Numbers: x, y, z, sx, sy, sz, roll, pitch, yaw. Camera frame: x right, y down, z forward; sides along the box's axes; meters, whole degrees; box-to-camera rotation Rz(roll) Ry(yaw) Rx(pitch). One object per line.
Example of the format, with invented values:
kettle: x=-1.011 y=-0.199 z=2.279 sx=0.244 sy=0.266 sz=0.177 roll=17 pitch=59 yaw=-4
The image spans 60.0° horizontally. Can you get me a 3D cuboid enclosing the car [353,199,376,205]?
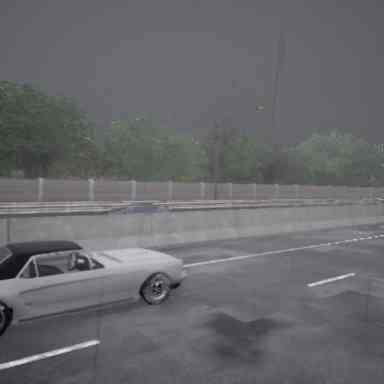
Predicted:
car: x=25.280 y=1.718 z=47.749 sx=5.357 sy=1.411 sz=2.033 roll=0 pitch=0 yaw=-35

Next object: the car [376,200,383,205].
car: x=27.340 y=1.772 z=44.927 sx=4.718 sy=1.301 sz=1.895 roll=0 pitch=0 yaw=-35

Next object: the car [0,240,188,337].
car: x=-2.440 y=1.604 z=6.427 sx=4.718 sy=1.301 sz=1.895 roll=0 pitch=0 yaw=-36

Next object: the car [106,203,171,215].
car: x=-4.176 y=1.578 z=26.742 sx=5.357 sy=1.411 sz=2.033 roll=0 pitch=0 yaw=-35
